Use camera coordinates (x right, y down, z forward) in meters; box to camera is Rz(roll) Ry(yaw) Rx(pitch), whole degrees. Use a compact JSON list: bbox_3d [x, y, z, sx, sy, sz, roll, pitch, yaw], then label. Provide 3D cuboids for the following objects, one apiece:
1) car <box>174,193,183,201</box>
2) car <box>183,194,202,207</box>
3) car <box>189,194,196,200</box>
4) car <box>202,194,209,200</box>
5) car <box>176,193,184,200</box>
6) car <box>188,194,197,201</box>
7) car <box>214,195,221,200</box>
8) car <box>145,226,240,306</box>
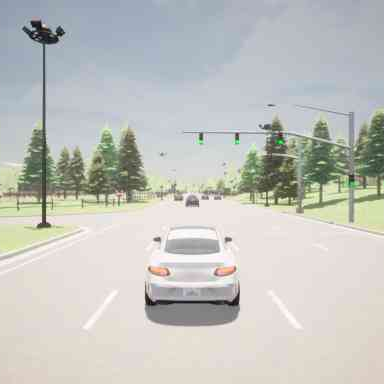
[{"bbox_3d":[-3.372,1.543,82.800,1.994,1.385,4.181,0,0,0],"label":"car"},{"bbox_3d":[0.080,1.351,51.769,2.097,1.767,4.553,0,0,0],"label":"car"},{"bbox_3d":[0.144,1.331,92.832,1.837,1.490,4.892,0,0,0],"label":"car"},{"bbox_3d":[3.644,1.354,93.209,2.097,1.767,4.553,0,0,0],"label":"car"},{"bbox_3d":[-3.357,1.186,92.807,2.097,1.767,4.553,0,0,0],"label":"car"},{"bbox_3d":[0.128,1.346,82.798,2.097,1.767,4.553,0,0,0],"label":"car"},{"bbox_3d":[7.144,1.524,93.234,2.128,1.511,4.902,0,0,0],"label":"car"},{"bbox_3d":[0.018,1.526,7.895,1.812,1.442,4.674,0,0,0],"label":"car"}]
